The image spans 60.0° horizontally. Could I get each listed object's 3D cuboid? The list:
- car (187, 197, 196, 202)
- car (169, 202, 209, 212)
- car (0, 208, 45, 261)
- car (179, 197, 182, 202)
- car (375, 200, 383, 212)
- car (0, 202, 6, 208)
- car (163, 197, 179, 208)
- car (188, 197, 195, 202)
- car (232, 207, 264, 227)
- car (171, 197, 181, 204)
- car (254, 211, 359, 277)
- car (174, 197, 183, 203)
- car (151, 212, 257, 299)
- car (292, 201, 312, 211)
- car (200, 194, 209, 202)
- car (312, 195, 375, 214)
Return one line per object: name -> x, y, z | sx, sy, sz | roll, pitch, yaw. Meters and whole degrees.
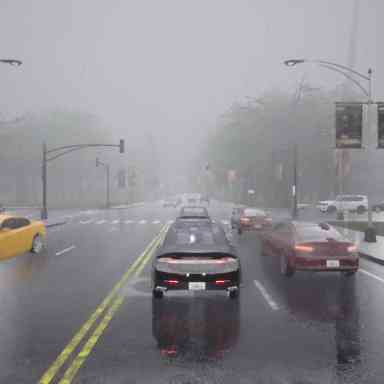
car -> -0.107, 1.893, 82.514 | 1.882, 1.535, 5.008 | 0, -1, 0
car -> 0.078, 1.517, 17.879 | 2.128, 1.511, 4.902 | 0, 0, 0
car -> -6.576, 1.485, 10.746 | 1.882, 1.535, 5.008 | 0, 0, 0
car -> -3.396, 1.705, 61.378 | 2.128, 1.511, 4.902 | 0, 0, 1
car -> 23.945, 1.695, 40.874 | 5.008, 1.535, 1.882 | 0, 0, 0
car -> -20.180, 1.224, 30.536 | 5.566, 2.045, 2.150 | 0, 0, -1
car -> -3.411, 1.760, 52.026 | 1.895, 1.301, 4.718 | 0, 0, 0
car -> -0.122, 1.965, 92.967 | 1.994, 1.385, 4.181 | 0, -1, 0
car -> 3.336, 1.555, 18.997 | 1.812, 1.442, 4.674 | 0, 0, 1
car -> -3.344, 1.850, 71.289 | 1.994, 1.385, 4.181 | 0, -1, 0
car -> 3.333, 1.533, 10.189 | 1.812, 1.442, 4.674 | 0, 0, 0
car -> -3.357, 1.945, 81.766 | 2.033, 1.411, 5.357 | 0, -1, 0
car -> 0.089, 1.496, 8.471 | 2.128, 1.511, 4.902 | 0, 0, 0
car -> 14.813, 1.772, 40.790 | 4.718, 1.301, 1.895 | 0, 0, 0
car -> 3.143, 1.642, 82.584 | 2.150, 2.045, 5.566 | 0, -1, 0
car -> 17.058, 1.399, 37.567 | 5.566, 2.045, 2.150 | 0, 0, -1
